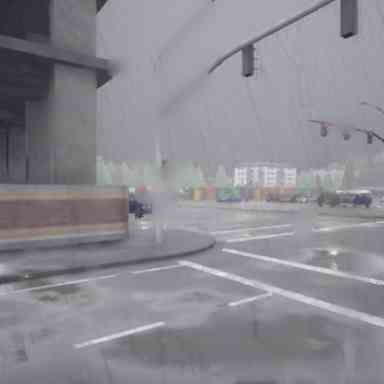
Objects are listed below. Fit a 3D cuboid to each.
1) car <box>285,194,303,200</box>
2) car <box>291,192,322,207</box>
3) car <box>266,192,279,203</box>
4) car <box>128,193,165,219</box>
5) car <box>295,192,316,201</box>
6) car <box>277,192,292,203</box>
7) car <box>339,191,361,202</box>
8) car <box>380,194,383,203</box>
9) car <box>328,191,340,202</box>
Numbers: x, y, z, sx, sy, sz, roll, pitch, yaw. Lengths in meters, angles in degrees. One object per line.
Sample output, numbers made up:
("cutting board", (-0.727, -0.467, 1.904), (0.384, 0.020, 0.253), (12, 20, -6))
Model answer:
("car", (22.294, 1.073, 72.602), (3.905, 1.438, 1.784), (0, 0, -35))
("car", (18.097, 1.177, 52.443), (3.806, 1.475, 1.970), (0, 0, -35))
("car", (14.831, 0.936, 56.967), (4.605, 1.855, 1.932), (0, 0, -35))
("car", (-4.514, 1.108, 28.569), (2.150, 2.045, 5.566), (0, 0, -36))
("car", (23.915, 0.862, 70.201), (4.605, 1.855, 1.932), (0, 0, -35))
("car", (16.424, 1.146, 54.807), (3.905, 1.438, 1.784), (0, 0, -35))
("car", (38.201, 0.780, 80.342), (3.866, 1.878, 1.905), (0, 0, -35))
("car", (33.755, 1.104, 56.463), (3.806, 1.475, 1.970), (0, 0, -35))
("car", (36.538, 1.020, 82.712), (3.806, 1.475, 1.970), (0, 0, -35))
